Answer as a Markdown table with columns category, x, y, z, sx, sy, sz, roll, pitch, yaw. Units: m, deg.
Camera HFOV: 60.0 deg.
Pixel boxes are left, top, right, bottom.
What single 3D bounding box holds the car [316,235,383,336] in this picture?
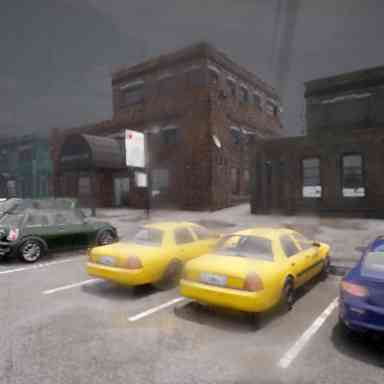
| category | x | y | z | sx | sy | sz | roll | pitch | yaw |
| --- | --- | --- | --- | --- | --- | --- | --- | --- | --- |
| car | 3.994 | 1.522 | 6.102 | 2.002 | 1.452 | 4.674 | 0 | 0 | 36 |

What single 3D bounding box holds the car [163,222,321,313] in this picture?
| category | x | y | z | sx | sy | sz | roll | pitch | yaw |
| --- | --- | --- | --- | --- | --- | --- | --- | --- | --- |
| car | 1.861 | 1.492 | 7.859 | 1.946 | 1.575 | 5.366 | 0 | 0 | 36 |

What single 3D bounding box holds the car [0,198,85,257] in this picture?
| category | x | y | z | sx | sy | sz | roll | pitch | yaw |
| --- | --- | --- | --- | --- | --- | --- | --- | --- | --- |
| car | -7.239 | 1.282 | 14.103 | 2.435 | 2.045 | 5.566 | 0 | 0 | 36 |

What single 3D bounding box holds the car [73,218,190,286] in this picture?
| category | x | y | z | sx | sy | sz | roll | pitch | yaw |
| --- | --- | --- | --- | --- | --- | --- | --- | --- | --- |
| car | -0.384 | 1.503 | 9.464 | 1.946 | 1.575 | 5.366 | 0 | 0 | 36 |
